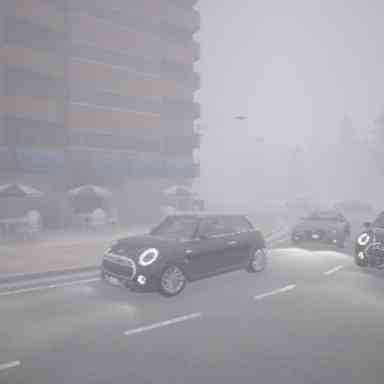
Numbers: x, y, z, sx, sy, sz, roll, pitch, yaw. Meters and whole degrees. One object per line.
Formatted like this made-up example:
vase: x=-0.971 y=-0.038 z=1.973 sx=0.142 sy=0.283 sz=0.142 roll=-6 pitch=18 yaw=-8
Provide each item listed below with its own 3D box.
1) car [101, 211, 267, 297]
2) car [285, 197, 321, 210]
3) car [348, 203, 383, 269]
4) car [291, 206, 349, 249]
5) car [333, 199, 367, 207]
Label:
car: x=-0.047 y=1.348 z=8.787 sx=4.553 sy=1.767 sz=2.097 roll=0 pitch=0 yaw=-42
car: x=13.331 y=1.329 z=40.273 sx=2.097 sy=1.767 sz=4.553 roll=0 pitch=0 yaw=-22
car: x=6.698 y=1.344 z=10.514 sx=2.097 sy=1.767 sz=4.553 roll=0 pitch=0 yaw=38
car: x=5.875 y=1.556 z=14.779 sx=1.994 sy=1.385 sz=4.181 roll=0 pitch=0 yaw=31
car: x=18.044 y=1.503 z=37.646 sx=1.812 sy=1.442 sz=4.674 roll=0 pitch=0 yaw=-16
